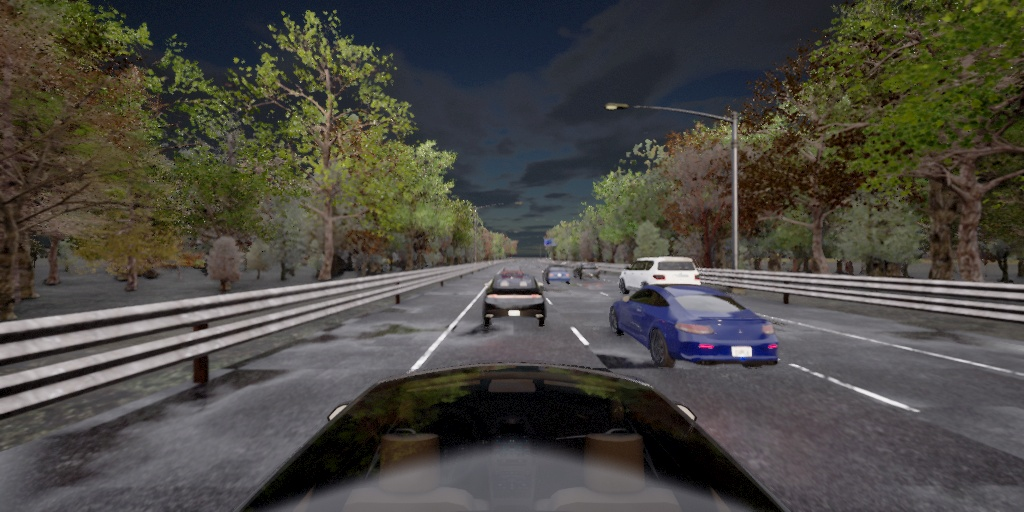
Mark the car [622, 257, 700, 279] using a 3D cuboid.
[{"bbox_3d":[7.067,1.094,17.707,2.150,2.045,5.566,0,0,0],"label":"car"}]

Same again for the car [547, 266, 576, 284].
[{"bbox_3d":[3.540,1.508,29.321,2.033,1.411,5.357,0,0,0],"label":"car"}]

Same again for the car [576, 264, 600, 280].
[{"bbox_3d":[7.032,1.488,34.126,2.128,1.511,4.902,0,0,0],"label":"car"}]

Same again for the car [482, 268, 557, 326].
[{"bbox_3d":[0.069,1.323,11.998,2.128,1.511,4.902,0,0,0],"label":"car"}]

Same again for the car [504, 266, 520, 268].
[{"bbox_3d":[0.035,1.587,32.642,1.895,1.301,4.718,0,0,0],"label":"car"}]

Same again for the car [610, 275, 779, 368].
[{"bbox_3d":[3.557,1.323,7.837,1.812,1.442,4.674,0,0,0],"label":"car"}]
